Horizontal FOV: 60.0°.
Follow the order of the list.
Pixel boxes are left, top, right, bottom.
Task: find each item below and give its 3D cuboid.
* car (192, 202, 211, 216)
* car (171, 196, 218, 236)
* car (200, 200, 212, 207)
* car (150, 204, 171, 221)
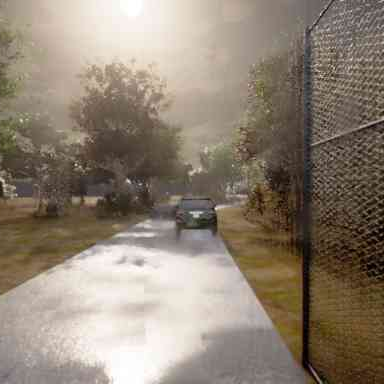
[{"bbox_3d":[1.105,1.797,36.726,1.994,1.385,4.181,0,-1,4],"label":"car"},{"bbox_3d":[0.247,1.270,18.830,2.150,2.045,5.566,-1,0,1],"label":"car"},{"bbox_3d":[2.990,2.466,69.494,1.994,1.385,4.181,0,-2,11],"label":"car"},{"bbox_3d":[-2.390,1.731,28.701,1.895,1.301,4.718,0,-1,3],"label":"car"}]
